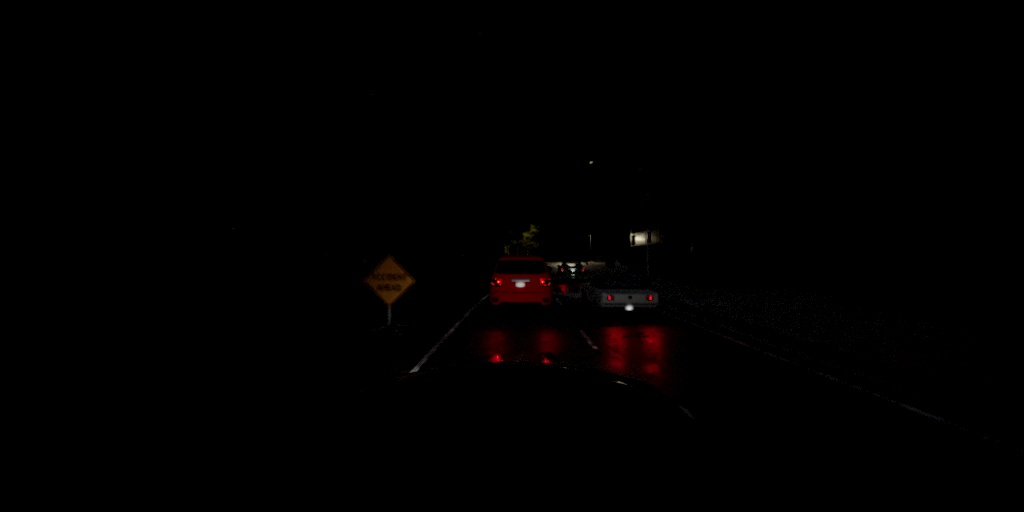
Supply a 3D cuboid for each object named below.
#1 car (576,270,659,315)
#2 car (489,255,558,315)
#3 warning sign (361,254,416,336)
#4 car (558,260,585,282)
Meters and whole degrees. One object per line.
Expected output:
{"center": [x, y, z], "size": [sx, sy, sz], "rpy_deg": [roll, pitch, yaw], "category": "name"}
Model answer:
{"center": [3.865, 1.383, 13.751], "size": [1.895, 1.301, 4.718], "rpy_deg": [0, 0, 2], "category": "car"}
{"center": [0.378, 0.998, 13.953], "size": [2.150, 2.045, 5.566], "rpy_deg": [0, 0, 2], "category": "car"}
{"center": [-2.967, 0.879, 8.685], "size": [1.300, 1.860, 1.060], "rpy_deg": [0, 0, 1], "category": "warning sign"}
{"center": [4.882, 1.139, 29.785], "size": [2.097, 1.767, 4.553], "rpy_deg": [0, 0, 5], "category": "car"}
